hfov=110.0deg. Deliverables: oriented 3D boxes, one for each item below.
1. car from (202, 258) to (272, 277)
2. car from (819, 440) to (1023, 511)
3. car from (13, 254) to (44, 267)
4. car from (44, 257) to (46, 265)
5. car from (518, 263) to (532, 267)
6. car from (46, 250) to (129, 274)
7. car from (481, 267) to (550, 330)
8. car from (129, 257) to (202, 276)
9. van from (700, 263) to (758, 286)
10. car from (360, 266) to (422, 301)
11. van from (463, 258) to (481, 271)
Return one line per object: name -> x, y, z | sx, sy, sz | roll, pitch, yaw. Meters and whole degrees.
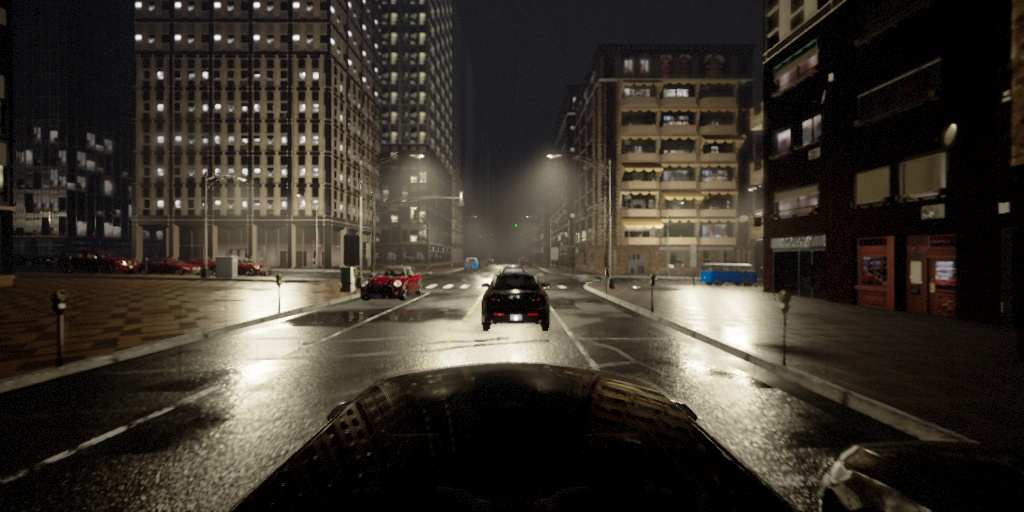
car -> -21.156, 0.847, 28.061 | 4.097, 1.591, 1.967 | 0, 0, 0
car -> 2.692, 1.299, 0.356 | 2.007, 1.370, 4.403 | 0, 0, 0
car -> -49.118, 0.432, 36.370 | 4.313, 1.339, 1.948 | 0, 0, 0
car -> -43.711, 0.499, 36.384 | 4.829, 1.417, 1.751 | 0, 0, 0
car -> 0.094, 1.338, 22.041 | 1.994, 1.385, 4.181 | 0, 0, 0
car -> -32.304, 0.507, 28.032 | 5.009, 1.841, 2.192 | 0, 0, 0
car -> 0.098, 1.264, 11.202 | 1.837, 1.490, 4.892 | 0, 0, 0
car -> -26.730, 0.882, 28.047 | 4.207, 1.307, 1.802 | 0, 0, 0
van -> 16.903, 1.481, 28.023 | 3.998, 1.789, 1.690 | 0, 0, 0
car -> -5.695, 1.206, 17.299 | 1.967, 1.591, 4.097 | 0, 0, 0
van -> -5.707, 1.149, 49.773 | 1.690, 1.789, 3.998 | 0, 0, 0
